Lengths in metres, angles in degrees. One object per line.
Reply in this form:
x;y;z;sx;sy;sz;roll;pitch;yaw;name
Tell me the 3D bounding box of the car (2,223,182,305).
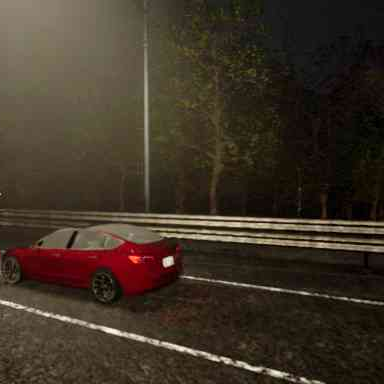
-2.529;1.513;8.115;4.792;1.488;2.163;0;0;29;car
